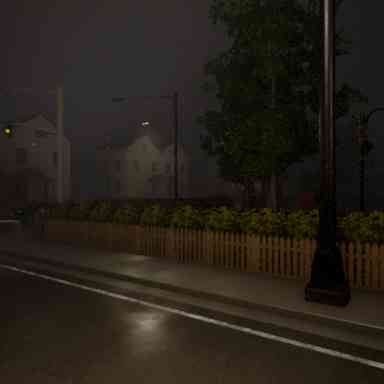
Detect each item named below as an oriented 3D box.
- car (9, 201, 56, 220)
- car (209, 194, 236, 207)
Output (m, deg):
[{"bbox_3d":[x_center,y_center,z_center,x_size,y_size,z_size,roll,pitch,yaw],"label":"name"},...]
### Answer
[{"bbox_3d":[-13.611,1.573,29.388,1.812,1.442,4.674,0,0,35],"label":"car"},{"bbox_3d":[4.348,1.264,48.771,2.150,2.045,5.566,0,0,35],"label":"car"}]
